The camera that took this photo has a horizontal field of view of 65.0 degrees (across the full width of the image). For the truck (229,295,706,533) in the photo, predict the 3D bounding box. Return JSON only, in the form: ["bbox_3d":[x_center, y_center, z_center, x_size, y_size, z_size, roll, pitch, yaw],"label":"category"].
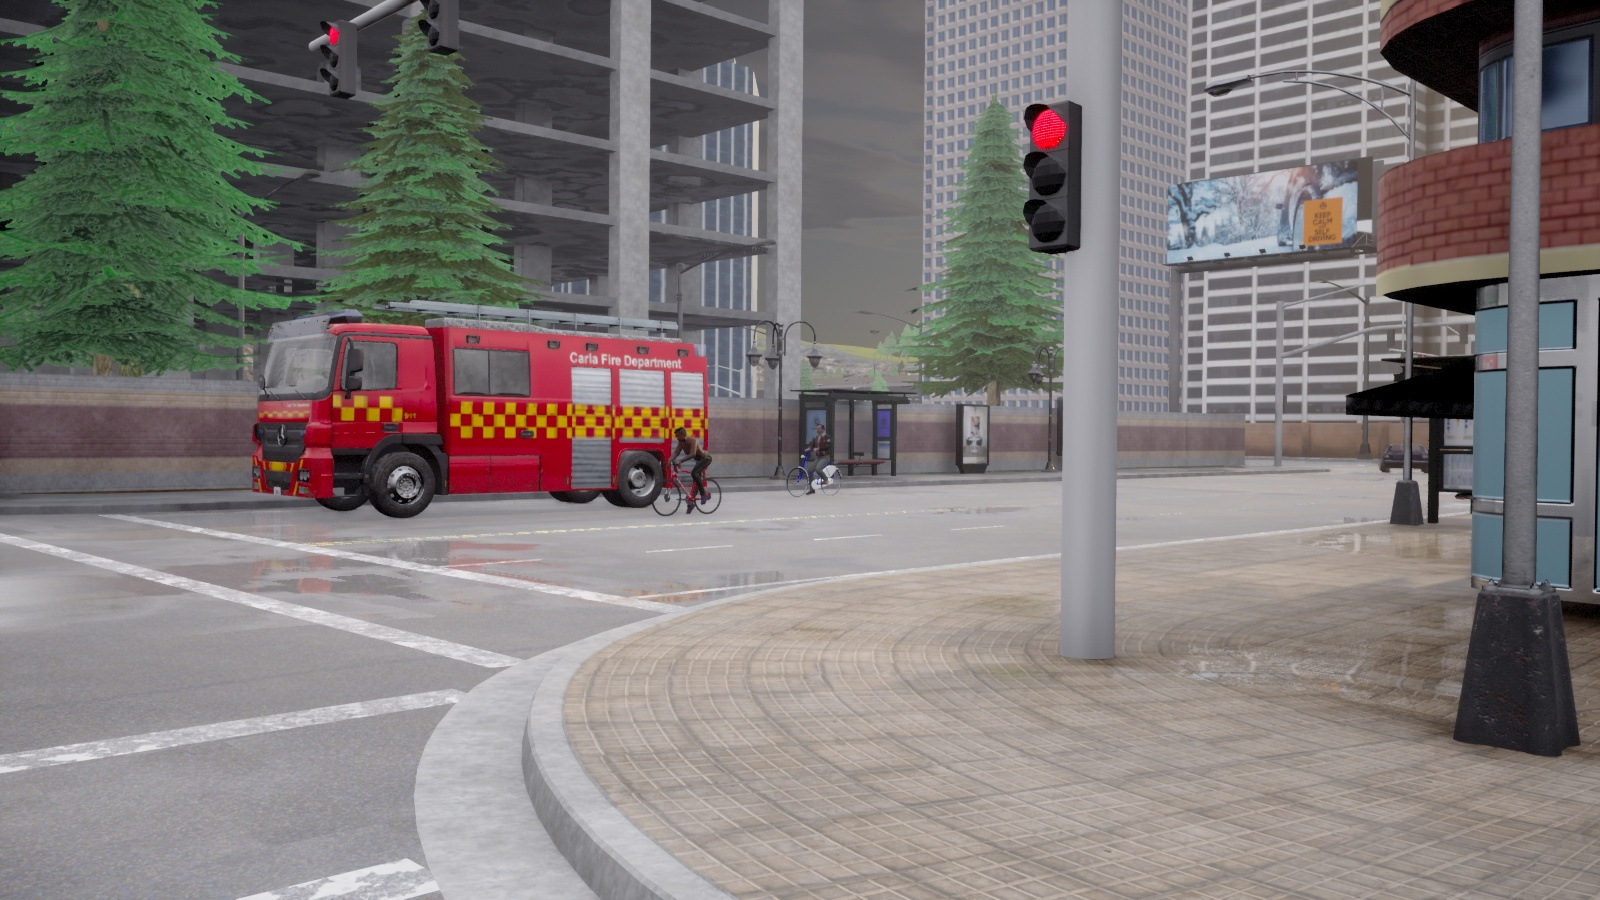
[{"bbox_3d":[-6.031,-0.653,24.140,8.468,3.827,2.891,-1,1,-44],"label":"truck"}]

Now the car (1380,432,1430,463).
[{"bbox_3d":[27.045,-0.123,56.068,1.895,1.301,4.718,0,1,27],"label":"car"}]

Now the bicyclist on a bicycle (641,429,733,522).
[{"bbox_3d":[-2.060,0.443,23.091,1.656,1.620,0.582,-2,1,-44],"label":"bicyclist on a bicycle"}]

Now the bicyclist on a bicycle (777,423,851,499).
[{"bbox_3d":[0.346,0.242,30.206,1.843,1.776,0.659,-1,1,-44],"label":"bicyclist on a bicycle"}]
